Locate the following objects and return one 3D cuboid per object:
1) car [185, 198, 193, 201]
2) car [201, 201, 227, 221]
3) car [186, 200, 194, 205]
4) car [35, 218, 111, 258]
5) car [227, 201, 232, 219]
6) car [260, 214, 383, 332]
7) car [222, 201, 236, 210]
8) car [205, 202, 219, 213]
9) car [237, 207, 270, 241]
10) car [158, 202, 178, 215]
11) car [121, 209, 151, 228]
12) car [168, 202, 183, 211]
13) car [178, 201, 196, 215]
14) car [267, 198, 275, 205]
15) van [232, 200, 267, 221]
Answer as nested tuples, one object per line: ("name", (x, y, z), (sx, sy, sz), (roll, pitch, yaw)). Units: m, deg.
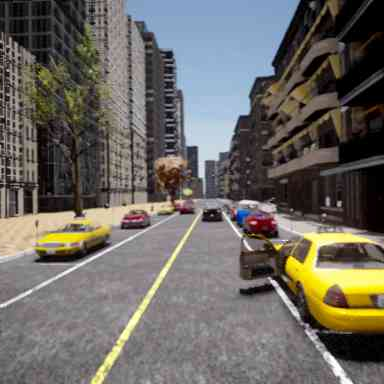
("car", (-0.762, 2.442, 85.219), (2.192, 1.841, 5.009), (-1, -1, 3))
("car", (1.894, 1.845, 30.895), (2.128, 1.511, 4.902), (-1, -1, 4))
("car", (-0.444, 2.764, 90.730), (1.947, 1.339, 4.313), (-1, -1, 3))
("car", (-4.806, 1.788, 14.050), (1.752, 1.417, 4.829), (-1, -1, 3))
("car", (4.509, 1.738, 30.316), (1.967, 1.590, 4.097), (-1, -1, 3))
("car", (2.851, 1.492, 7.103), (1.801, 1.575, 5.366), (-1, -1, 3))
("car", (5.768, 2.111, 52.409), (2.008, 1.369, 4.403), (-1, -1, 3))
("car", (2.758, 2.132, 45.987), (1.895, 1.301, 4.718), (-1, -1, 4))
("car", (3.884, 1.751, 19.268), (1.802, 1.307, 4.206), (-1, -1, 3))
("car", (-3.235, 2.111, 41.667), (1.752, 1.417, 4.829), (-1, -1, 3))
("car", (-4.167, 1.975, 25.266), (1.802, 1.307, 4.206), (-1, -1, 3))
("car", (-2.597, 2.265, 52.883), (1.887, 1.381, 4.507), (-1, -1, 3))
("car", (-0.553, 2.140, 41.913), (1.895, 1.301, 4.718), (-1, -1, 4))
("car", (17.584, 1.937, 71.177), (4.403, 1.369, 2.008), (-2, 0, 3))
("van", (4.193, 1.575, 24.794), (1.690, 1.788, 3.998), (-1, -1, 3))
